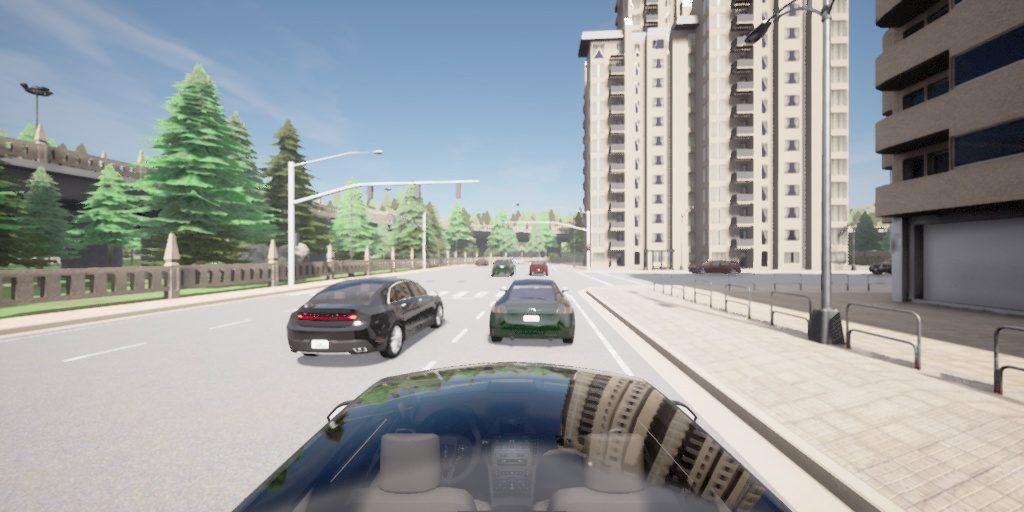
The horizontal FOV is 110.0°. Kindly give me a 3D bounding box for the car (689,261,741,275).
[{"bbox_3d":[21.548,1.249,38.223,5.008,1.535,1.882,0,0,4],"label":"car"}]

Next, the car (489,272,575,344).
[{"bbox_3d":[0.584,1.307,9.682,1.994,1.385,4.181,0,0,5],"label":"car"}]

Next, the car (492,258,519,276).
[{"bbox_3d":[-0.769,1.097,36.782,2.097,1.767,4.553,0,0,5],"label":"car"}]

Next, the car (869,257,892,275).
[{"bbox_3d":[40.359,1.052,36.909,5.566,2.045,2.150,0,0,4],"label":"car"}]

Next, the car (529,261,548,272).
[{"bbox_3d":[2.866,1.230,38.346,1.882,1.535,5.008,0,0,5],"label":"car"}]

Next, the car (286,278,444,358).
[{"bbox_3d":[-3.033,1.249,8.491,1.837,1.490,4.892,0,0,5],"label":"car"}]
